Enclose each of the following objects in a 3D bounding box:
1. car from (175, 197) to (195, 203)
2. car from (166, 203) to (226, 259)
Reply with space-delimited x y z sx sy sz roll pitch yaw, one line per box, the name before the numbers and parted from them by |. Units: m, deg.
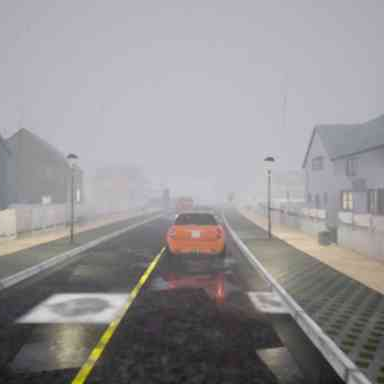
car | -0.801 1.662 42.516 2.150 2.045 5.566 0 -1 6
car | 0.208 1.490 13.342 2.097 1.767 4.553 0 -1 2
